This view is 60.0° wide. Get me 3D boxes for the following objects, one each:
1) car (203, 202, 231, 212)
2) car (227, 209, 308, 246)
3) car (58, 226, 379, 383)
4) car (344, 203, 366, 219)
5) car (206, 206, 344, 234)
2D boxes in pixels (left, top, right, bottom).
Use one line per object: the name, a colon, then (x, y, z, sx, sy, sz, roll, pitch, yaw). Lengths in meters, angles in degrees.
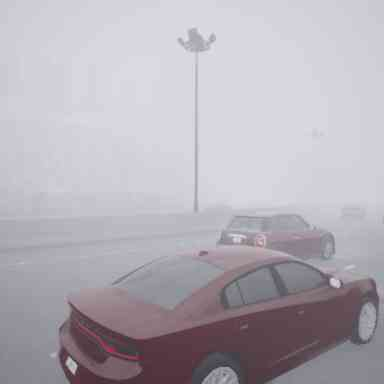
car: (3.053, 1.831, 38.212, 1.812, 1.442, 4.674, 0, -1, 31)
car: (3.984, 1.670, 16.979, 1.812, 1.442, 4.674, 0, -1, 45)
car: (0.797, 1.517, 4.722, 5.008, 1.535, 1.882, 1, 0, -38)
car: (15.914, 1.789, 32.708, 1.882, 1.535, 5.008, 0, 0, 30)
car: (2.912, 1.448, 11.138, 4.553, 1.767, 2.097, 1, -1, -41)
